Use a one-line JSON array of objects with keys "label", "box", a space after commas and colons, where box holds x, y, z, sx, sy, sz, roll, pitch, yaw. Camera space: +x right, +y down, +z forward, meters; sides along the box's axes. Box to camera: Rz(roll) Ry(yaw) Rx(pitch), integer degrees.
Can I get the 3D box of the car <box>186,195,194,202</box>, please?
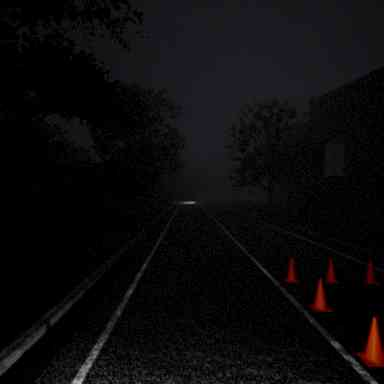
[{"label": "car", "box": [-0.478, 1.375, 75.854, 2.128, 1.511, 4.902, 1, 0, 0]}]
